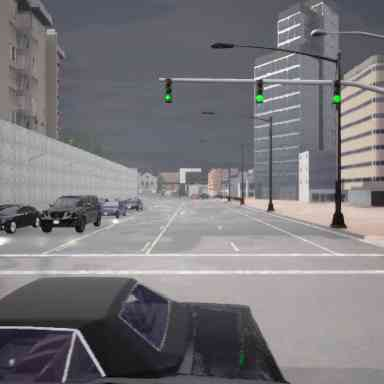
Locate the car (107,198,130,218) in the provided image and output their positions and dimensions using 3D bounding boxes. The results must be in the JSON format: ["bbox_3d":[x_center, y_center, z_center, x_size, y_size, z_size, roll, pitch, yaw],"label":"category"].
[{"bbox_3d":[-7.122,1.526,29.816,1.812,1.442,4.674,0,0,0],"label":"car"}]

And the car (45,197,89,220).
[{"bbox_3d":[-10.622,1.352,28.610,2.097,1.767,4.553,0,0,0],"label":"car"}]

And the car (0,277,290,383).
[{"bbox_3d":[-1.588,1.601,3.252,4.718,1.301,1.895,0,0,0],"label":"car"}]

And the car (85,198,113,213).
[{"bbox_3d":[-10.624,1.505,38.428,1.837,1.490,4.892,0,0,0],"label":"car"}]

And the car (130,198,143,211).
[{"bbox_3d":[-7.122,1.491,40.158,2.128,1.511,4.902,0,0,0],"label":"car"}]

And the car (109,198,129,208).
[{"bbox_3d":[-10.594,1.601,48.488,1.895,1.301,4.718,0,0,0],"label":"car"}]

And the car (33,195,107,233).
[{"bbox_3d":[-7.112,1.221,20.175,2.150,2.045,5.566,0,0,0],"label":"car"}]

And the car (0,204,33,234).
[{"bbox_3d":[-10.616,1.505,19.542,1.837,1.490,4.892,0,0,0],"label":"car"}]
